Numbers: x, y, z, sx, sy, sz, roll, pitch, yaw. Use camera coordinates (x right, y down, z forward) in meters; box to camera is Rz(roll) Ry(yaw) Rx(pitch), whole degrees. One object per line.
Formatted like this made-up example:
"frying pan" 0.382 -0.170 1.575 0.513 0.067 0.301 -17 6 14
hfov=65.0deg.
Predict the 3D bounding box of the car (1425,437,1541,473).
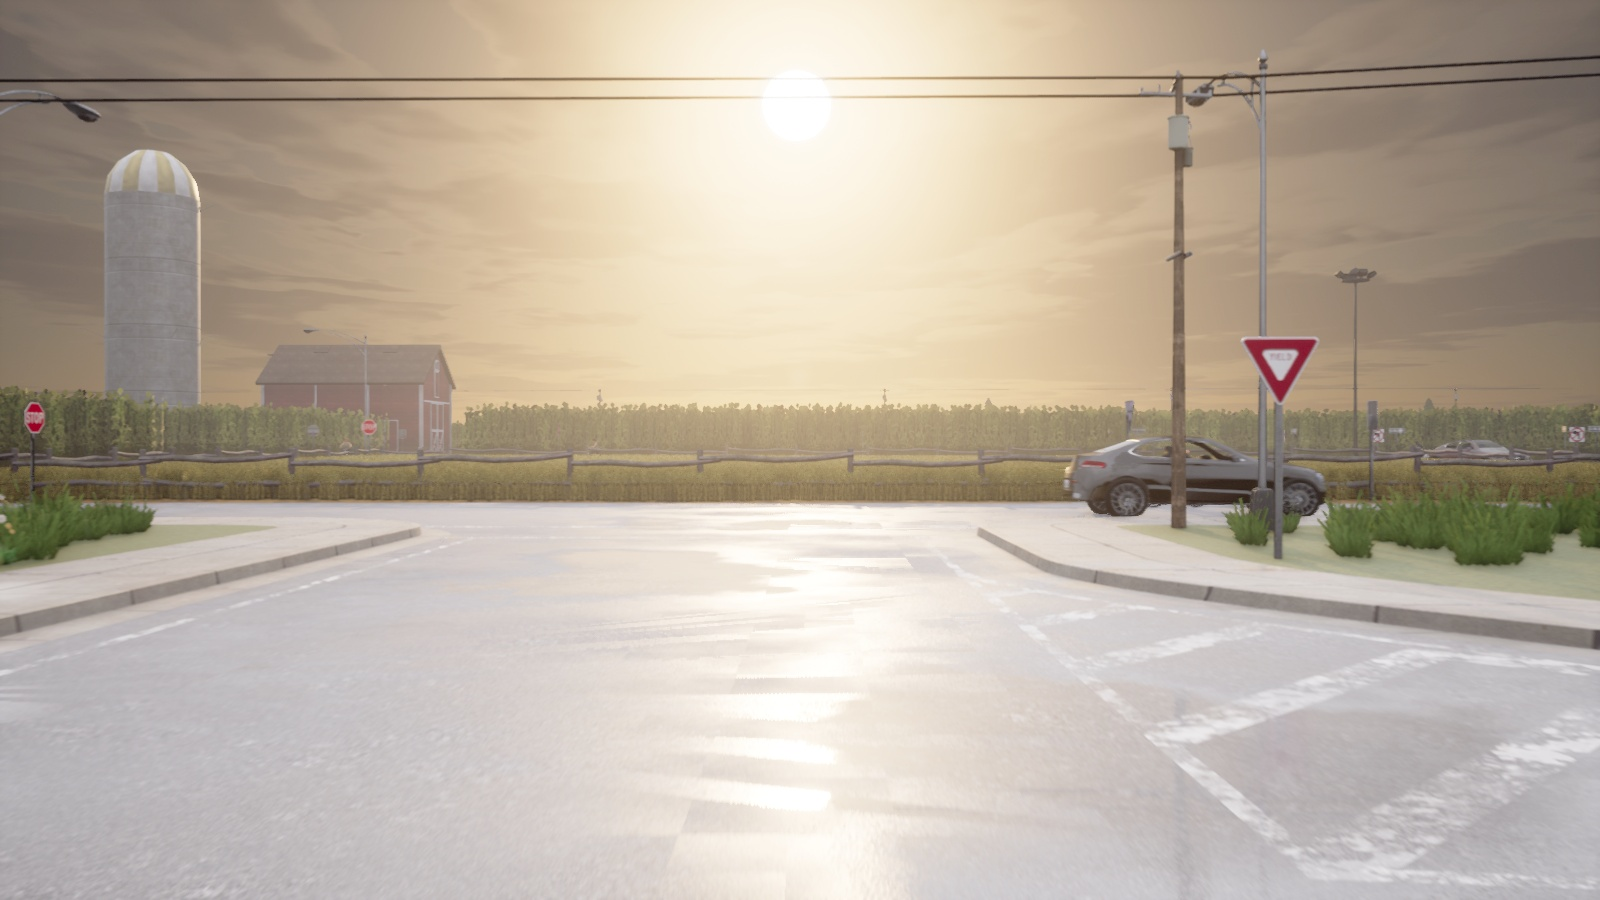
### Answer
"car" 32.461 0.214 59.890 2.152 1.651 5.027 0 0 -10

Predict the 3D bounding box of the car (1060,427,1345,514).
"car" 7.917 0.390 25.113 5.027 1.651 2.152 0 0 1
